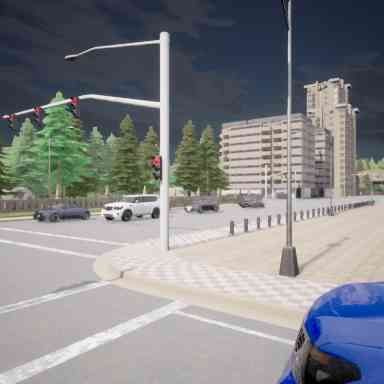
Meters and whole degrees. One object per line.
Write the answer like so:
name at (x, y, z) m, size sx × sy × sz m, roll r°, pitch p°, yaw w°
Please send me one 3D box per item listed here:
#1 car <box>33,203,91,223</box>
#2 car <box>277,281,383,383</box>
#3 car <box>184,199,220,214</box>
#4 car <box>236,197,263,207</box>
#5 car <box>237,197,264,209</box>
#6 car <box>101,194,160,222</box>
car at (-10.013, 1.564, 25.824) m, size 1.994 × 1.385 × 4.181 m, roll 0°, pitch 0°, yaw 36°
car at (3.280, 1.221, 1.626) m, size 5.566 × 2.045 × 2.150 m, roll 0°, pitch 0°, yaw 36°
car at (1.121, 1.492, 35.402) m, size 2.128 × 1.511 × 4.902 m, roll 0°, pitch 0°, yaw 36°
car at (9.080, 1.548, 52.466) m, size 2.033 × 1.411 × 5.357 m, roll 0°, pitch 0°, yaw 36°
car at (8.282, 1.564, 45.400) m, size 1.994 × 1.385 × 4.181 m, roll 0°, pitch 0°, yaw 36°
car at (-4.720, 1.221, 27.217) m, size 2.150 × 2.045 × 5.566 m, roll 0°, pitch 0°, yaw 35°
